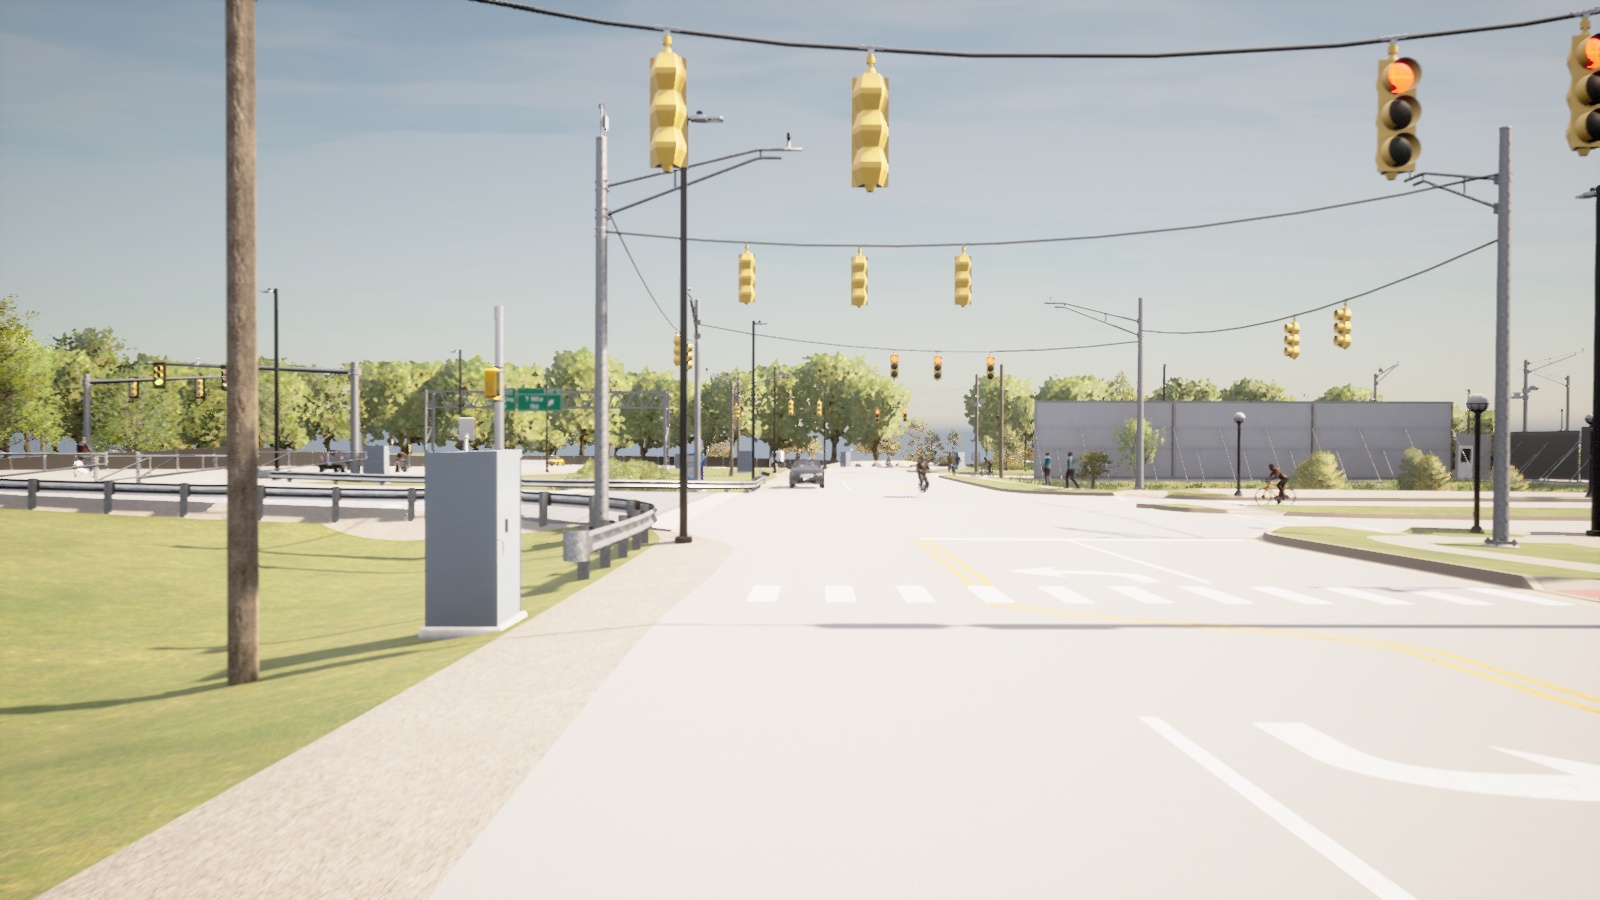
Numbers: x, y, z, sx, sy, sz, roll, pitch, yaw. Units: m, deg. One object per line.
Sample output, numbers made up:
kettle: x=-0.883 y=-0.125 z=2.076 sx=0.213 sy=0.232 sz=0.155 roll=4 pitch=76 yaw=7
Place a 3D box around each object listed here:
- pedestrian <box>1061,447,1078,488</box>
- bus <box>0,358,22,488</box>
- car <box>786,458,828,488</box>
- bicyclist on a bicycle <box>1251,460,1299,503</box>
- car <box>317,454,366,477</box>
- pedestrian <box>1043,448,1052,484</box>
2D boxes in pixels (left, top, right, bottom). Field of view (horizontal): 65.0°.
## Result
pedestrian: x=12.934 y=0.826 z=60.182 sx=0.692 sy=1.930 sz=0.396 roll=0 pitch=1 yaw=40
bus: x=-31.333 y=-0.862 z=40.317 sx=10.273 sy=4.253 sz=3.944 roll=0 pitch=-1 yaw=1
car: x=0.414 y=1.212 z=67.006 sx=2.128 sy=1.511 sz=4.902 roll=0 pitch=0 yaw=1
bicyclist on a bicycle: x=18.195 y=1.191 z=48.104 sx=1.656 sy=1.620 sz=0.582 roll=0 pitch=0 yaw=-5
car: x=-30.471 y=1.007 z=83.559 sx=1.845 sy=1.501 sz=3.633 roll=0 pitch=-1 yaw=1
pedestrian: x=13.317 y=0.875 z=67.574 sx=0.396 sy=1.930 sz=0.692 roll=0 pitch=1 yaw=1
